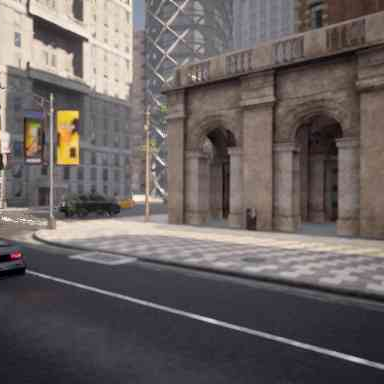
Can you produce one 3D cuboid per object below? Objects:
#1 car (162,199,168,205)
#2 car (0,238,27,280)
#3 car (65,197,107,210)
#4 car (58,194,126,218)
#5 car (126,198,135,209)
[{"bbox_3d":[-2.699,1.461,56.269,2.033,1.411,5.357,0,0,36],"label":"car"},{"bbox_3d":[-6.371,1.522,8.665,5.357,1.411,2.033,0,0,38],"label":"car"},{"bbox_3d":[-13.215,1.418,41.607,1.837,1.490,4.892,0,0,35],"label":"car"},{"bbox_3d":[-8.918,1.161,29.302,2.150,2.045,5.566,0,0,36],"label":"car"},{"bbox_3d":[-9.221,1.400,41.195,1.882,1.535,5.008,0,0,35],"label":"car"}]
